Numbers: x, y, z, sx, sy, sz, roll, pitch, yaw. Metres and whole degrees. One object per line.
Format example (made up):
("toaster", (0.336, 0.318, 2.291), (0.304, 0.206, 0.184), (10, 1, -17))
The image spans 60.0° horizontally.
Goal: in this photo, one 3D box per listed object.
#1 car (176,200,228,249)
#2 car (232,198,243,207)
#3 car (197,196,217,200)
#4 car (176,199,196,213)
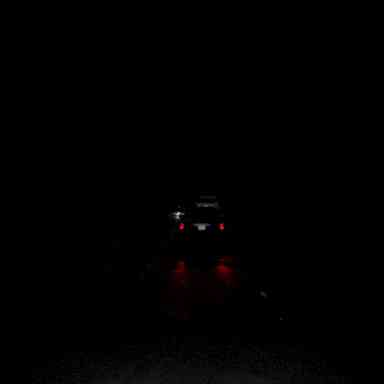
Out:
("car", (0.475, 1.432, 15.063), (2.097, 1.767, 4.553), (0, 0, 2))
("car", (8.452, 1.855, 61.899), (1.970, 1.475, 3.806), (0, -1, 9))
("car", (1.495, 1.406, 31.287), (2.150, 2.045, 5.566), (0, 0, 5))
("car", (-0.654, 1.733, 42.023), (1.882, 1.535, 5.008), (0, 0, 7))
